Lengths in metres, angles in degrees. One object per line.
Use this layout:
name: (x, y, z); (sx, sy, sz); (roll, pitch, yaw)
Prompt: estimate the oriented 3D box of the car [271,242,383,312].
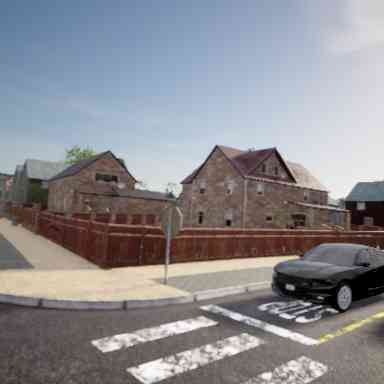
car: (4.377, 2.255, 9.694); (5.008, 1.535, 1.882); (6, -5, -38)
